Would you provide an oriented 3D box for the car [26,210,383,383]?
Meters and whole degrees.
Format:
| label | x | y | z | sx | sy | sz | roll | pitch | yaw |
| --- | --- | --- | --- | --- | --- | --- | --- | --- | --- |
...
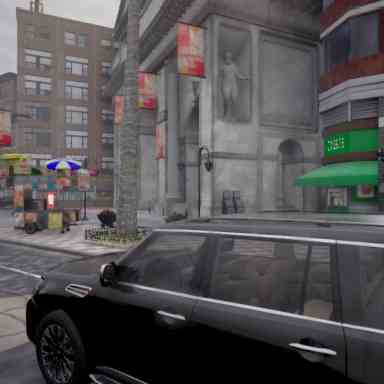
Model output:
| label | x | y | z | sx | sy | sz | roll | pitch | yaw |
| --- | --- | --- | --- | --- | --- | --- | --- | --- | --- |
| car | 0.524 | 1.221 | 3.518 | 5.566 | 2.045 | 2.150 | 0 | 0 | 36 |
